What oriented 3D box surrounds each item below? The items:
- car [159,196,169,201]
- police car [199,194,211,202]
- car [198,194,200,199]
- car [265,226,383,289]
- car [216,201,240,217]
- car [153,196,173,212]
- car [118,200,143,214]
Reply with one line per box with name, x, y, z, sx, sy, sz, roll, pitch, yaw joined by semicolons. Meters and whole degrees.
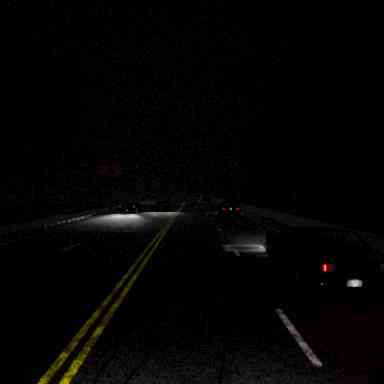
car;-6.466;1.494;77.126;1.895;1.301;4.718;0;0;0
police car;3.285;1.515;77.092;1.930;1.638;5.238;0;0;0
car;3.289;1.488;87.954;2.097;1.767;4.553;0;0;0
car;3.354;1.582;9.055;1.895;1.301;4.718;0;0;0
car;3.363;1.527;31.362;2.033;1.411;5.357;0;0;0
car;-3.324;1.491;38.724;1.837;1.490;4.892;0;0;0
car;-6.580;1.583;35.820;1.895;1.301;4.718;0;0;0
